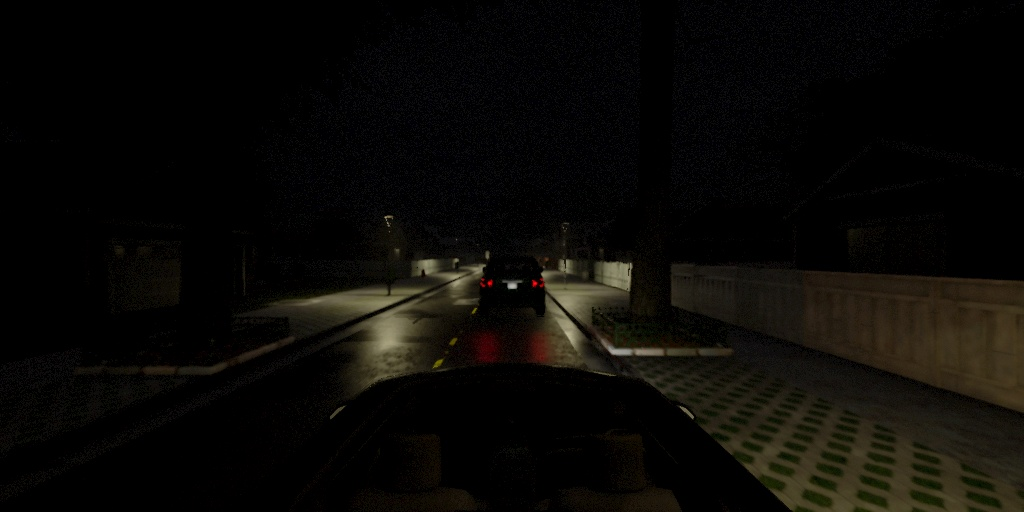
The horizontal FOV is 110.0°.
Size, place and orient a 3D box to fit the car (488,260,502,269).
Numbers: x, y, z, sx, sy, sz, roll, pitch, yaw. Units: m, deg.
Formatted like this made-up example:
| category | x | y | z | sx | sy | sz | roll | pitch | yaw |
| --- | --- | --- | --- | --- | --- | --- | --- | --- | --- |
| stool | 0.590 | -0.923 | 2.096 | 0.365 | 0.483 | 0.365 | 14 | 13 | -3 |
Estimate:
| category | x | y | z | sx | sy | sz | roll | pitch | yaw |
| --- | --- | --- | --- | --- | --- | --- | --- | --- | --- |
| car | -2.790 | 1.341 | 59.012 | 2.033 | 1.411 | 5.357 | 0 | 0 | 1 |

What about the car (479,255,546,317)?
| category | x | y | z | sx | sy | sz | roll | pitch | yaw |
| --- | --- | --- | --- | --- | --- | --- | --- | --- | --- |
| car | 0.035 | 0.987 | 13.441 | 2.150 | 2.045 | 5.566 | 0 | 0 | 1 |
